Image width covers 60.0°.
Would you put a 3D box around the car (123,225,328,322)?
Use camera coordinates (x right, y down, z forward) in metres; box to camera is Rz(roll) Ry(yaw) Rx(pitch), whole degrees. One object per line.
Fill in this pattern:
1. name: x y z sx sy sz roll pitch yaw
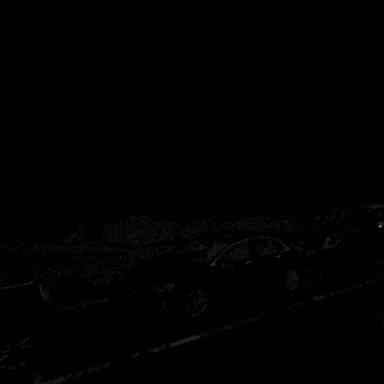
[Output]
1. car: 0.693 1.553 7.157 4.403 1.369 2.008 0 0 -36

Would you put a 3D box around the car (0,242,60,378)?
1. car: -3.862 1.439 3.884 4.097 1.590 1.967 0 0 -36

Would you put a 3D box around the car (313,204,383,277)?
1. car: 5.249 1.321 10.430 5.009 1.841 2.192 0 0 -36
